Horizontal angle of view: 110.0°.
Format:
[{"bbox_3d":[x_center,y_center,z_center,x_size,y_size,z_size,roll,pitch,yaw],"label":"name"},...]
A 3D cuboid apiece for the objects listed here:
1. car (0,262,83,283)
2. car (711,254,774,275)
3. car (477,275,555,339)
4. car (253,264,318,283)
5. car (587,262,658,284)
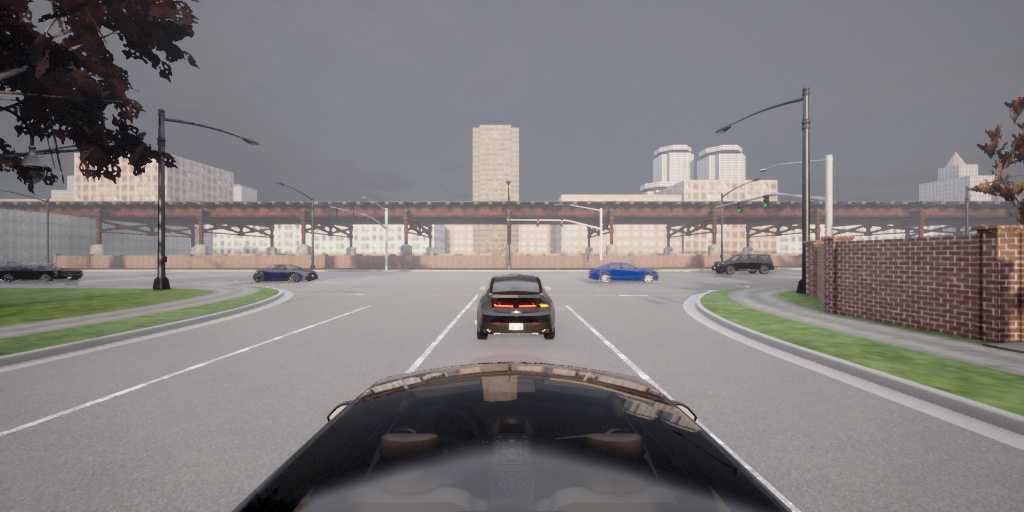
[{"bbox_3d":[-36.212,1.351,27.628,4.718,1.301,1.895,0,0,2],"label":"car"},{"bbox_3d":[23.557,0.835,36.650,5.566,2.045,2.150,-1,0,3],"label":"car"},{"bbox_3d":[0.094,1.256,10.049,1.837,1.490,4.892,0,0,0],"label":"car"},{"bbox_3d":[-17.009,1.314,27.055,4.181,1.385,1.994,0,0,2],"label":"car"},{"bbox_3d":[8.114,1.198,26.379,5.008,1.535,1.882,0,0,2],"label":"car"}]
